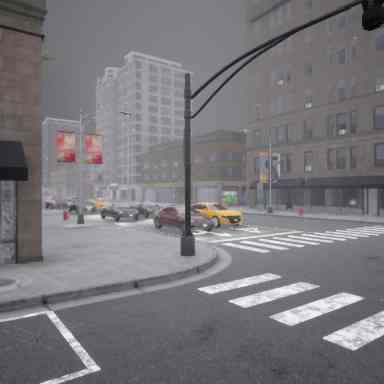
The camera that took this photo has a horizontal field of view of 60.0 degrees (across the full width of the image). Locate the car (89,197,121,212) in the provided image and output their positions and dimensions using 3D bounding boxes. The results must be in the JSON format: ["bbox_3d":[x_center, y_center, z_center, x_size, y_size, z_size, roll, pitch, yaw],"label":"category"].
[{"bbox_3d":[-10.114,1.422,38.287,1.882,1.535,5.008,0,0,-36],"label":"car"}]

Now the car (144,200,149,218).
[{"bbox_3d":[-4.178,1.485,30.065,1.812,1.442,4.674,0,0,-36],"label":"car"}]

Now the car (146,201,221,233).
[{"bbox_3d":[-0.646,1.505,19.615,1.812,1.442,4.674,0,0,-35],"label":"car"}]

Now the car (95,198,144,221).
[{"bbox_3d":[-5.967,1.492,26.989,1.812,1.442,4.674,0,0,-36],"label":"car"}]

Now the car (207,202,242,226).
[{"bbox_3d":[1.265,1.451,22.502,1.882,1.535,5.008,0,0,-35],"label":"car"}]

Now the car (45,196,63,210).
[{"bbox_3d":[-17.461,1.289,42.964,2.097,1.767,4.553,0,0,-35],"label":"car"}]

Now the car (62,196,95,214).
[{"bbox_3d":[-11.482,1.444,34.621,2.128,1.511,4.902,0,0,-36],"label":"car"}]

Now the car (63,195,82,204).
[{"bbox_3d":[-21.687,1.408,60.202,1.837,1.490,4.892,0,0,-36],"label":"car"}]
